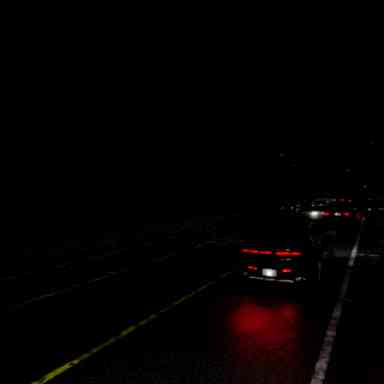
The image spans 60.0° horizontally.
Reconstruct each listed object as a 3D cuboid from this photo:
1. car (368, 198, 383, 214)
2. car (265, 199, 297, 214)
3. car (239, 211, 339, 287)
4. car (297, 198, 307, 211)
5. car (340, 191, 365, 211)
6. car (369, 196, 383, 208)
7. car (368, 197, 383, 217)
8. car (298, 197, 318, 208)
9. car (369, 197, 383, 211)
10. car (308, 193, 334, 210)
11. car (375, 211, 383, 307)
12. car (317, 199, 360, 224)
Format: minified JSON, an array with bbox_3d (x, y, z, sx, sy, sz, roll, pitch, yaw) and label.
[{"bbox_3d":[18.538,1.317,32.891,1.887,1.381,4.507,-3,-1,28],"label":"car"},{"bbox_3d":[8.420,1.459,32.104,1.967,1.590,4.097,-3,-1,28],"label":"car"},{"bbox_3d":[2.840,1.500,9.432,1.837,1.490,4.892,-2,0,28],"label":"car"},{"bbox_3d":[11.043,1.555,36.946,1.947,1.339,4.313,-3,-1,28],"label":"car"},{"bbox_3d":[18.059,1.042,37.806,2.150,2.045,5.566,-2,-1,28],"label":"car"},{"bbox_3d":[23.775,1.259,42.577,1.887,1.381,4.507,-3,-1,28],"label":"car"},{"bbox_3d":[15.921,1.368,28.049,1.947,1.339,4.313,-3,-1,28],"label":"car"},{"bbox_3d":[16.278,1.475,46.631,1.887,1.381,4.507,-3,-1,28],"label":"car"},{"bbox_3d":[21.156,1.288,37.734,1.887,1.381,4.507,-3,-1,28],"label":"car"},{"bbox_3d":[15.969,1.114,40.316,2.150,2.045,5.566,-2,-1,29],"label":"car"},{"bbox_3d":[4.738,1.384,6.534,1.801,1.575,5.366,-2,0,28],"label":"car"},{"bbox_3d":[10.476,1.452,23.554,2.033,1.411,5.357,-2,0,28],"label":"car"}]
